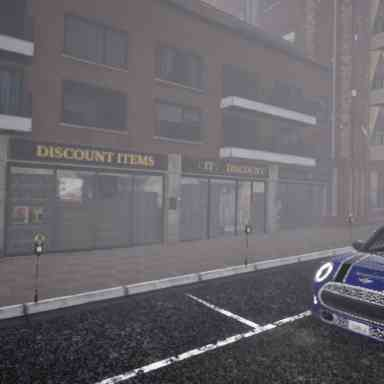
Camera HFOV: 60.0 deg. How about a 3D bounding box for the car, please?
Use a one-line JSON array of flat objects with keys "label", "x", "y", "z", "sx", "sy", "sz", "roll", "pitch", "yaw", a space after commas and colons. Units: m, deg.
[{"label": "car", "x": 4.221, "y": 1.356, "z": 6.078, "sx": 4.553, "sy": 1.767, "sz": 2.097, "roll": 0, "pitch": 0, "yaw": -35}]
